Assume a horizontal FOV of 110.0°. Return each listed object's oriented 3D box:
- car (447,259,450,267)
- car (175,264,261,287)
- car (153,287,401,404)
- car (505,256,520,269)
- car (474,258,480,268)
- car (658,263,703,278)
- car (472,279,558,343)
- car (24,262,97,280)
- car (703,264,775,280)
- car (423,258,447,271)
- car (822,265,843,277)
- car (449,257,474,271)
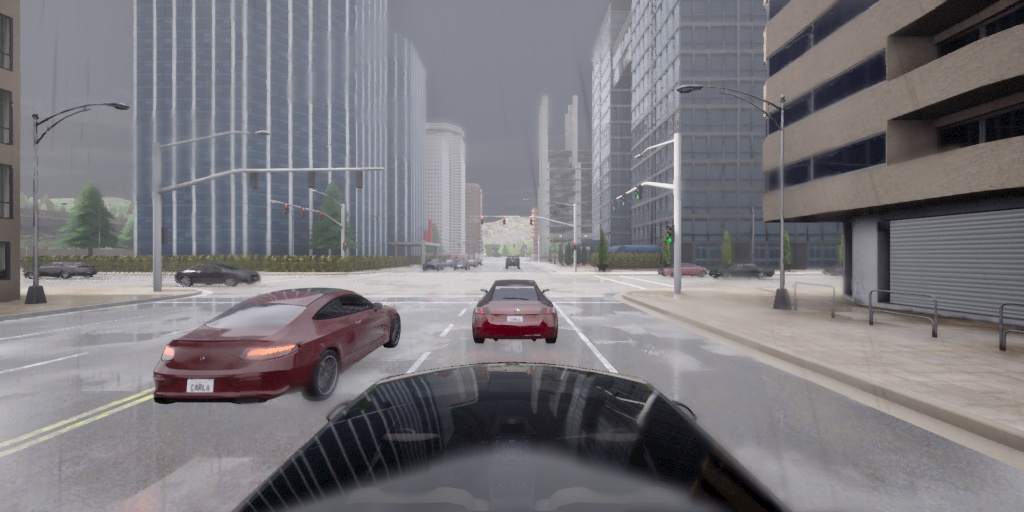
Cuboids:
[{"bbox_3d":[-10.563,1.276,59.154,1.812,1.442,4.674,0,0,0],"label":"car"},{"bbox_3d":[-19.359,1.256,23.713,4.892,1.490,1.837,0,0,1],"label":"car"},{"bbox_3d":[-3.441,1.276,6.280,1.812,1.442,4.674,0,0,0],"label":"car"},{"bbox_3d":[0.119,0.971,58.581,2.150,2.045,5.566,0,0,0],"label":"car"},{"bbox_3d":[-7.055,1.275,61.123,1.812,1.442,4.674,0,0,1],"label":"car"},{"bbox_3d":[16.148,1.314,34.047,4.181,1.385,1.994,0,0,1],"label":"car"},{"bbox_3d":[0.079,1.314,9.669,1.994,1.385,4.181,0,0,0],"label":"car"},{"bbox_3d":[-39.099,1.241,31.113,4.902,1.511,2.128,0,0,1],"label":"car"},{"bbox_3d":[19.371,1.351,30.511,4.718,1.301,1.895,0,0,1],"label":"car"},{"bbox_3d":[-10.575,1.102,48.361,2.097,1.767,4.553,0,0,0],"label":"car"},{"bbox_3d":[32.689,1.297,33.870,5.357,1.411,2.033,0,0,1],"label":"car"},{"bbox_3d":[-7.071,1.241,50.886,2.128,1.511,4.902,0,0,0],"label":"car"}]
